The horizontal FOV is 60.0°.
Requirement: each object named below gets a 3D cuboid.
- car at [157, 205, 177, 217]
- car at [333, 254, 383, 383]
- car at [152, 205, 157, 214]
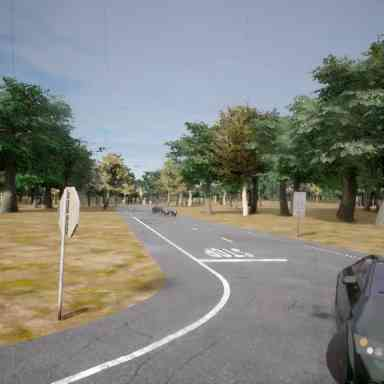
[{"bbox_3d":[-3.464,2.852,48.046,1.895,1.301,4.718,3,-2,-13],"label":"car"},{"bbox_3d":[3.120,1.643,4.642,1.994,1.385,4.181,1,-1,22],"label":"car"},{"bbox_3d":[-5.719,2.963,56.893,1.882,1.535,5.008,3,-2,-14],"label":"car"}]
